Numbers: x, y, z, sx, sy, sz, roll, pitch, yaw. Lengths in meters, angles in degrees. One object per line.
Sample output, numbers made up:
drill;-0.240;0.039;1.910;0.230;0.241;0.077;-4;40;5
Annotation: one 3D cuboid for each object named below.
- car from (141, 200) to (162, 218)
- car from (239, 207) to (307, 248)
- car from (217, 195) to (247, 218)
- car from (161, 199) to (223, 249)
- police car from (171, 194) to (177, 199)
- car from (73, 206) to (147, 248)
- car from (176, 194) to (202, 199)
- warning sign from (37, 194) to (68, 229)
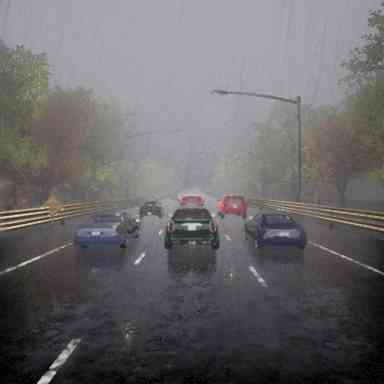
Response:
car;-3.500;1.502;29.621;1.837;1.490;4.892;0;0;0
car;3.501;1.565;14.617;1.994;1.385;4.181;0;0;0
car;3.500;1.243;29.650;2.150;2.045;5.566;0;0;0
car;0.001;1.359;14.586;2.097;1.767;4.553;0;0;0
police car;-4.549;1.381;89.307;1.930;1.638;5.238;0;0;0
car;-3.499;1.556;14.616;2.033;1.411;5.357;0;0;0
car;0.000;1.243;29.650;2.150;2.045;5.566;0;0;0
warning sign;-8.025;1.105;19.143;1.300;1.860;1.060;2;2;0
